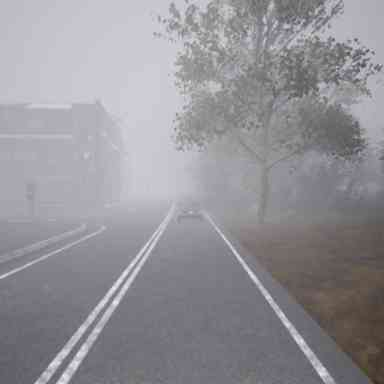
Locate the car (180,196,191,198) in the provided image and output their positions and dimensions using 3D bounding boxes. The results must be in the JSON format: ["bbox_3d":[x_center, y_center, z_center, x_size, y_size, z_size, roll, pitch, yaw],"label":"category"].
[{"bbox_3d":[-0.782,1.207,45.260,1.994,1.385,4.181,0,1,-2],"label":"car"}]

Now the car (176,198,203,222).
[{"bbox_3d":[-0.173,1.391,24.564,2.033,1.411,5.357,0,0,-1],"label":"car"}]
